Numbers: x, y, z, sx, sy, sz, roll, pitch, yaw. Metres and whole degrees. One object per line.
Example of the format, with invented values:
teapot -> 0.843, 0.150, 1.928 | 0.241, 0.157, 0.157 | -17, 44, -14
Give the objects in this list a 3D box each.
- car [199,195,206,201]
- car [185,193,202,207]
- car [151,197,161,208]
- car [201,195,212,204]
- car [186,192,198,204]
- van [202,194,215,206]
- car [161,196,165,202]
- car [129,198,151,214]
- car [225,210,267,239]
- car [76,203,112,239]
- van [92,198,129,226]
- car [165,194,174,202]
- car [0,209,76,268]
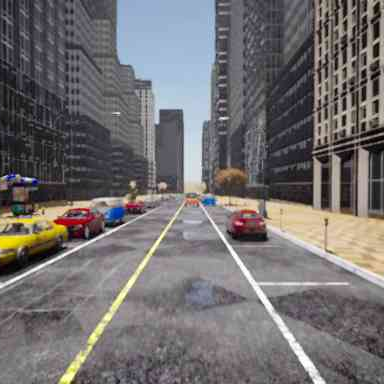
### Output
car -> 2.652, 1.391, 84.612 | 1.752, 1.417, 4.829 | -1, 0, 0
car -> -0.015, 1.256, 49.883 | 2.097, 1.767, 4.553 | 0, 0, 0
car -> -5.715, 1.461, 45.064 | 2.008, 1.369, 4.403 | -1, 0, 0
car -> 2.657, 1.329, 61.941 | 1.967, 1.590, 4.097 | -1, 0, 0
car -> -0.018, 1.109, 60.205 | 2.150, 2.045, 5.566 | 0, 0, 0
van -> 2.659, 1.244, 50.692 | 1.690, 1.788, 3.998 | -1, 0, 0
car -> -5.717, 1.453, 50.689 | 2.008, 1.369, 4.403 | -1, 0, 0
car -> -5.711, 1.473, 33.813 | 1.887, 1.381, 4.507 | -1, 0, 0
car -> 2.675, 1.544, 16.942 | 1.802, 1.307, 4.206 | -1, 0, 0
car -> -5.706, 1.506, 16.939 | 1.887, 1.381, 4.507 | -1, 0, 0
van -> -5.711, 1.291, 22.563 | 1.690, 1.788, 3.998 | -1, 0, 0
car -> -5.724, 1.426, 73.189 | 2.008, 1.369, 4.403 | -1, 0, 0
car -> -5.705, 1.498, 11.144 | 1.752, 1.417, 4.829 | -1, 0, 0
